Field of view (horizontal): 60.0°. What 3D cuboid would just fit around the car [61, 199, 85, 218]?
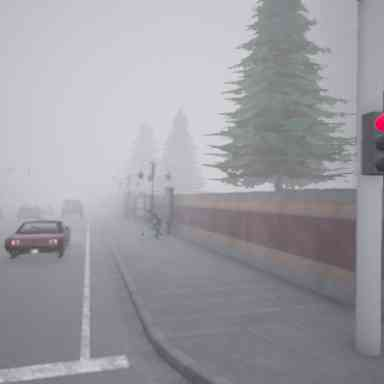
[{"bbox_3d":[-13.339,1.845,37.249,2.150,2.045,5.566,2,-1,-17],"label":"car"}]

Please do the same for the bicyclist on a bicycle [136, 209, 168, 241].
[{"bbox_3d":[-1.997,1.673,16.868,1.656,1.620,0.582,1,-1,-17],"label":"bicyclist on a bicycle"}]

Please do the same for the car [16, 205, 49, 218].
[{"bbox_3d":[-15.234,1.939,31.532,2.128,1.511,4.902,2,-1,-17],"label":"car"}]

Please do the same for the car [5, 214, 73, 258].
[{"bbox_3d":[-6.100,1.812,13.703,1.895,1.301,4.718,2,-1,-17],"label":"car"}]

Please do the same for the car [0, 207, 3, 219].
[{"bbox_3d":[-18.767,1.855,30.506,1.837,1.490,4.892,2,-1,-17],"label":"car"}]

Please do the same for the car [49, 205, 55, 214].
[{"bbox_3d":[-18.554,2.233,42.118,1.895,1.301,4.718,2,-1,-17],"label":"car"}]
